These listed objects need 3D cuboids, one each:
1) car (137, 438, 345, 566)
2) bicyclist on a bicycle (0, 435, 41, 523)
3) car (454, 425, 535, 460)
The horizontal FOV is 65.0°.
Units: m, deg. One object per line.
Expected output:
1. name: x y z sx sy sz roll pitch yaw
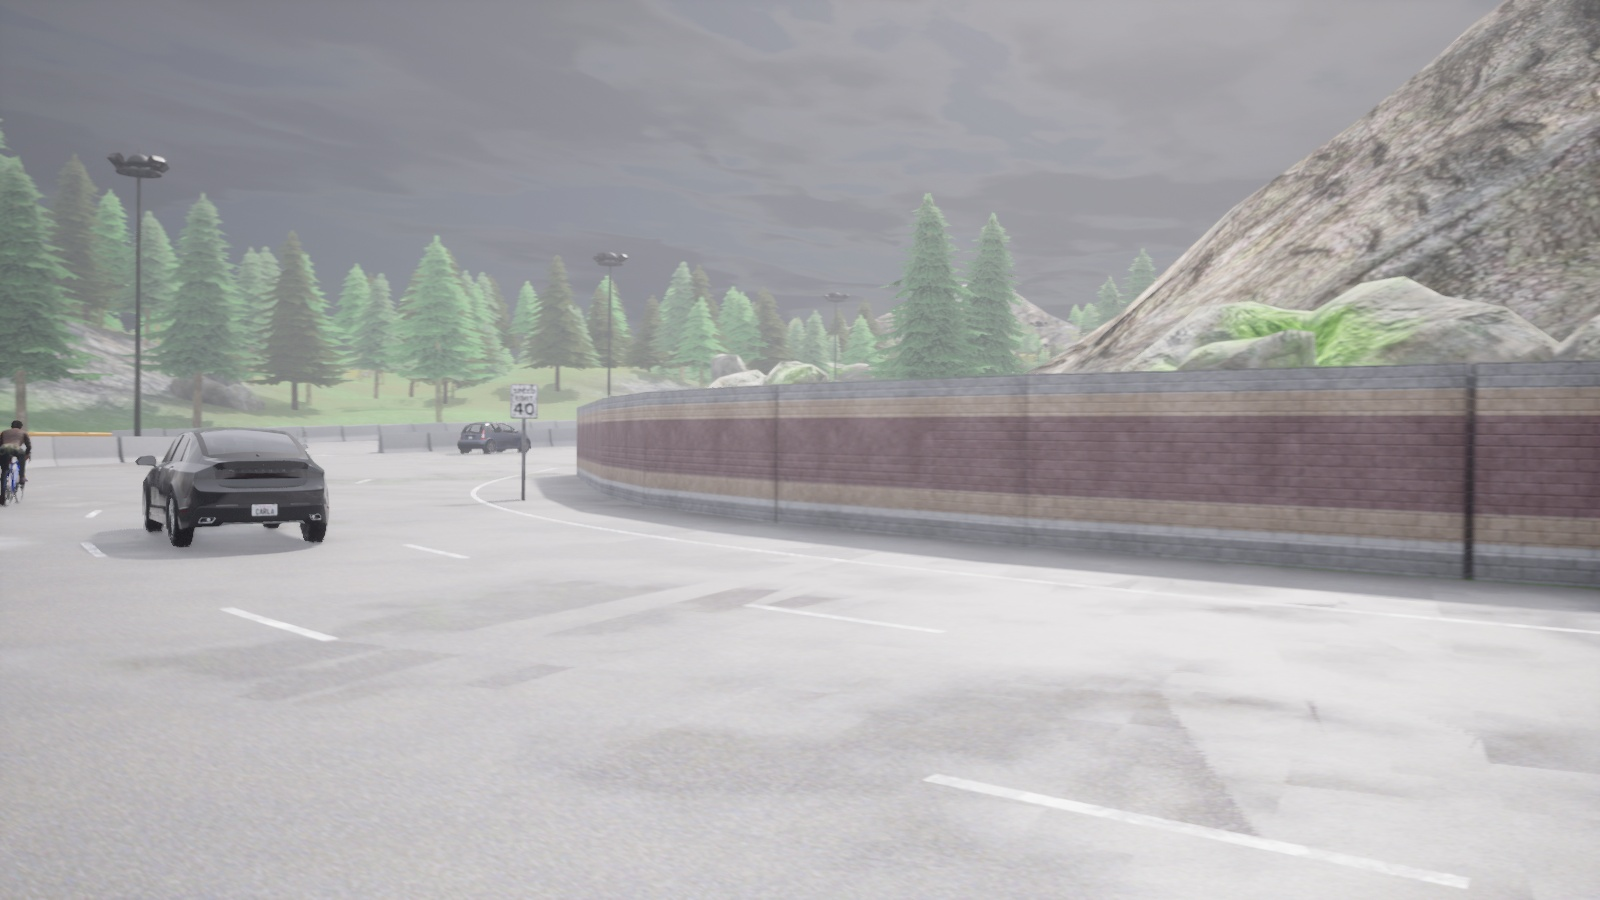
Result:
1. car: -7.910 0.603 17.483 1.837 1.490 4.892 -1 1 -33
2. bicyclist on a bicycle: -14.871 0.528 23.759 0.582 1.620 1.656 0 0 -21
3. car: -15.365 -0.397 63.380 1.851 1.617 3.988 0 2 26
